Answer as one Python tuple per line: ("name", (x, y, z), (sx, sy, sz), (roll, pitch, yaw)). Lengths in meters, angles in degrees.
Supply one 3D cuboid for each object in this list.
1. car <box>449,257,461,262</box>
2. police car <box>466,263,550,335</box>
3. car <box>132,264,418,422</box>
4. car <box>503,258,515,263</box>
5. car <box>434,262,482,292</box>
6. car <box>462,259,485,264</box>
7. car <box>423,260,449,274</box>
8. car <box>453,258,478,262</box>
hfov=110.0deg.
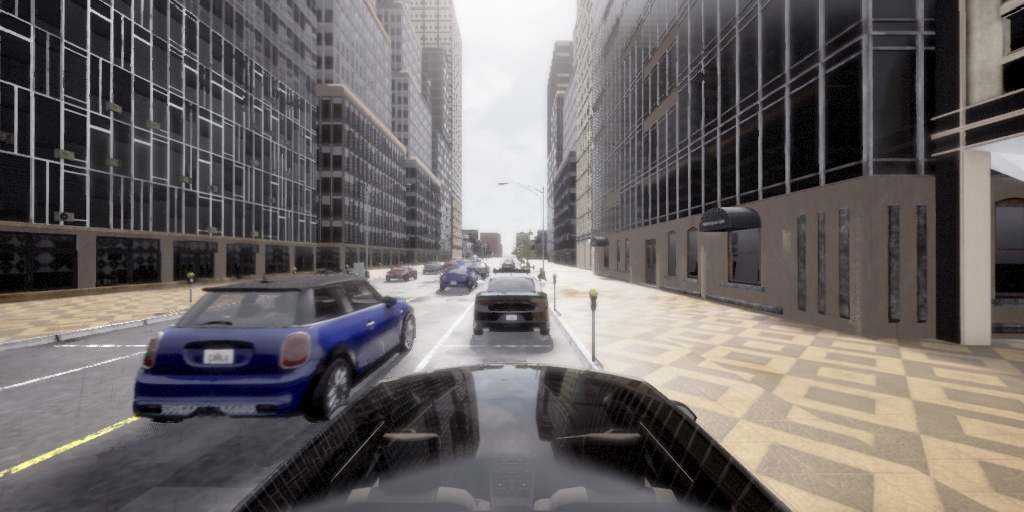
("car", (-8.836, 1.273, 51.803), (1.888, 1.381, 4.507), (0, 0, 0))
("police car", (-0.012, 1.174, 10.609), (1.930, 1.638, 5.238), (0, 0, 0))
("car", (-3.145, 1.101, 5.974), (2.097, 1.767, 4.553), (0, 0, 0))
("car", (-0.455, 1.298, 46.099), (1.948, 1.339, 4.313), (0, 0, 0))
("car", (-3.097, 1.272, 21.394), (1.812, 1.442, 4.674), (0, 0, 0))
("car", (-3.119, 1.287, 34.075), (2.033, 1.411, 5.357), (0, 0, 1))
("car", (-8.836, 1.286, 40.419), (2.007, 1.370, 4.403), (0, 0, 0))
("car", (-6.173, 1.278, 48.224), (2.033, 1.411, 5.357), (0, 0, 1))
